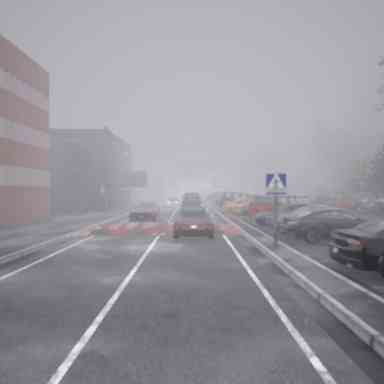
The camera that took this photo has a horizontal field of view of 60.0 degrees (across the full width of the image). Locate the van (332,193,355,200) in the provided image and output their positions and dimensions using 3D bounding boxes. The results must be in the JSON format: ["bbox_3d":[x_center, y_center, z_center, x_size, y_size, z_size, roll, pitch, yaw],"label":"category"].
[{"bbox_3d":[18.646,1.087,37.309,4.442,1.987,1.878,0,0,-1],"label":"van"}]

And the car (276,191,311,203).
[{"bbox_3d":[18.263,0.921,60.039,5.566,2.045,2.435,0,1,-1],"label":"car"}]

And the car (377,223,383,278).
[{"bbox_3d":[6.299,1.433,6.028,4.674,1.452,2.002,0,0,-1],"label":"car"}]

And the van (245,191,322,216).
[{"bbox_3d":[6.234,1.127,22.983,4.442,1.987,1.878,0,0,-1],"label":"van"}]

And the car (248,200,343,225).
[{"bbox_3d":[6.119,1.390,20.157,4.792,1.488,2.163,0,0,-1],"label":"car"}]

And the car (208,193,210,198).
[{"bbox_3d":[5.720,1.218,59.737,4.674,1.452,2.002,0,1,-1],"label":"car"}]

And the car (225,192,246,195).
[{"bbox_3d":[6.026,1.197,34.285,4.553,1.767,2.185,0,0,-1],"label":"car"}]

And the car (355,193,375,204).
[{"bbox_3d":[18.621,1.202,31.789,4.553,1.767,2.185,0,0,-1],"label":"car"}]

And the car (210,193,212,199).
[{"bbox_3d":[5.782,1.304,54.073,4.674,1.452,2.002,0,0,-1],"label":"car"}]

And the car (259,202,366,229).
[{"bbox_3d":[6.182,1.409,17.332,4.674,1.452,2.002,0,0,-1],"label":"car"}]

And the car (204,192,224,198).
[{"bbox_3d":[5.501,0.748,82.337,4.792,1.488,2.163,0,1,-1],"label":"car"}]

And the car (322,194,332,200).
[{"bbox_3d":[18.507,1.307,40.134,4.892,1.521,2.231,0,0,-1],"label":"car"}]

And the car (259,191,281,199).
[{"bbox_3d":[18.080,0.705,76.854,4.553,1.767,2.185,0,1,-1],"label":"car"}]

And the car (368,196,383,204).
[{"bbox_3d":[18.616,1.335,28.965,5.008,1.535,2.097,0,0,-1],"label":"car"}]

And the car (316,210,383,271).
[{"bbox_3d":[6.266,1.388,8.855,5.008,1.535,2.097,0,0,-1],"label":"car"}]

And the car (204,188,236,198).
[{"bbox_3d":[5.628,0.812,65.380,5.566,2.045,2.435,0,1,-1],"label":"car"}]

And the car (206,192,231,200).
[{"bbox_3d":[5.749,0.887,73.862,5.366,1.575,1.946,0,1,-1],"label":"car"}]

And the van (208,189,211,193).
[{"bbox_3d":[5.804,0.894,62.557,4.442,1.987,1.878,0,1,-1],"label":"van"}]

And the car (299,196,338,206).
[{"bbox_3d":[18.443,1.312,48.603,4.792,1.488,2.163,0,0,-1],"label":"car"}]

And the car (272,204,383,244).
[{"bbox_3d":[6.207,1.416,14.506,4.674,1.452,2.002,0,0,-1],"label":"car"}]

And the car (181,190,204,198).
[{"bbox_3d":[-0.052,1.068,39.377,2.150,2.045,5.566,0,0,0],"label":"car"}]

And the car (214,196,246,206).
[{"bbox_3d":[5.807,1.317,51.238,4.674,1.452,2.002,0,0,-1],"label":"car"}]

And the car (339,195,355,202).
[{"bbox_3d":[18.565,1.320,34.612,5.008,1.535,2.097,0,0,-1],"label":"car"}]

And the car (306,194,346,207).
[{"bbox_3d":[18.408,1.164,45.905,4.553,1.767,2.185,0,0,-1],"label":"car"}]

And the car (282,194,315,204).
[{"bbox_3d":[18.316,1.226,57.210,5.008,1.535,2.097,0,1,-1],"label":"car"}]

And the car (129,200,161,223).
[{"bbox_3d":[-3.409,1.383,24.667,1.882,1.535,5.008,0,0,0],"label":"car"}]

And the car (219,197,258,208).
[{"bbox_3d":[5.905,1.340,42.761,4.674,1.452,2.002,0,0,-1],"label":"car"}]

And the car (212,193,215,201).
[{"bbox_3d":[5.835,1.284,48.412,5.008,1.535,2.097,0,0,-1],"label":"car"}]

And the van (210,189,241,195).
[{"bbox_3d":[5.864,1.003,57.028,4.442,1.987,1.878,0,1,-1],"label":"van"}]

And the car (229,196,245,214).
[{"bbox_3d":[6.242,1.335,28.636,5.366,1.575,1.946,0,0,-1],"label":"car"}]

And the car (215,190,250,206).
[{"bbox_3d":[5.961,1.056,39.936,5.566,2.045,2.435,0,0,-1],"label":"car"}]

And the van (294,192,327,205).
[{"bbox_3d":[18.263,1.049,51.427,4.442,1.987,1.878,0,0,-1],"label":"van"}]

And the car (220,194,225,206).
[{"bbox_3d":[6.149,1.312,37.112,5.366,1.575,1.946,0,0,-1],"label":"car"}]

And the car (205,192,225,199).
[{"bbox_3d":[5.505,0.816,79.511,4.674,1.452,2.002,0,1,-1],"label":"car"}]

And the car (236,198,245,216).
[{"bbox_3d":[6.084,1.386,25.808,4.674,1.452,2.002,0,0,-1],"label":"car"}]

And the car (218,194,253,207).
[{"bbox_3d":[5.903,1.167,45.587,4.553,1.767,2.185,0,0,-1],"label":"car"}]

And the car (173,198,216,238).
[{"bbox_3d":[0.071,1.388,17.225,1.994,1.385,4.181,0,5,0],"label":"car"}]

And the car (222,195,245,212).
[{"bbox_3d":[5.840,1.327,31.457,5.366,1.575,1.946,0,0,-1],"label":"car"}]

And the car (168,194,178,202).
[{"bbox_3d":[-3.694,1.130,64.982,1.812,1.442,4.674,0,1,0],"label":"car"}]
